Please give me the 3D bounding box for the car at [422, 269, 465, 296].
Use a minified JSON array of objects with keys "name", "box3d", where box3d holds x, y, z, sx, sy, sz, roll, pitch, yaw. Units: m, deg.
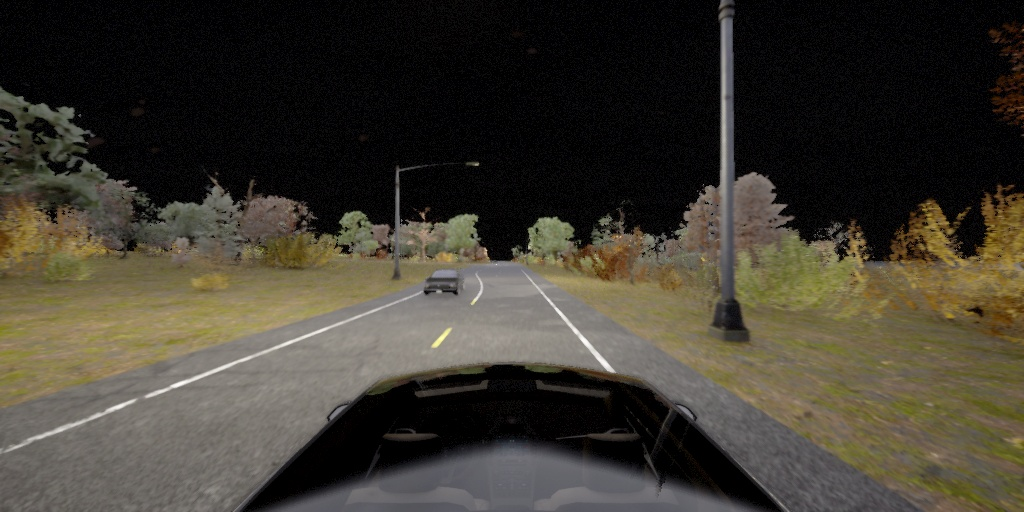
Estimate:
[{"name":"car","box3d":[-3.767,1.437,20.752,2.033,1.411,5.357,0,0,-2]}]
